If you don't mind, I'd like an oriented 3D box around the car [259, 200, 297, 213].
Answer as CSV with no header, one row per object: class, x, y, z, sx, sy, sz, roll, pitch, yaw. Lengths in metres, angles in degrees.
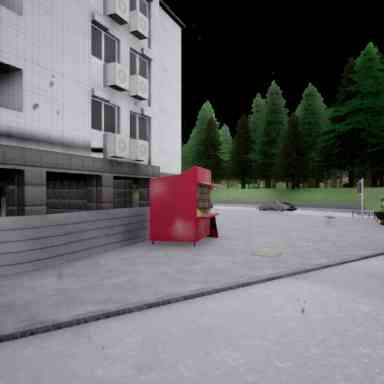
car,9.495,1.563,37.033,1.994,1.385,4.181,0,0,-35
